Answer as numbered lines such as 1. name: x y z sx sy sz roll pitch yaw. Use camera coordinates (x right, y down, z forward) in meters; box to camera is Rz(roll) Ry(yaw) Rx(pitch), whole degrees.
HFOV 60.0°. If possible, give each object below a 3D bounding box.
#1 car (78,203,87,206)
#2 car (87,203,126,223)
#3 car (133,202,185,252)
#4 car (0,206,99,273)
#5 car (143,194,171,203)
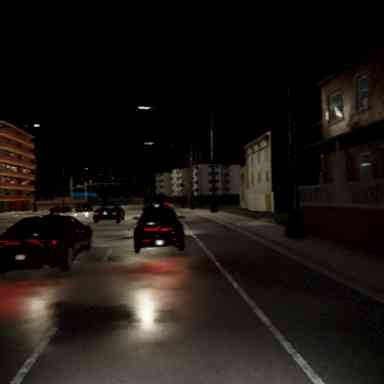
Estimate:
1. car: -16.040 2.375 49.443 1.837 1.490 4.892 -1 -2 -6
2. car: -6.188 1.553 25.226 2.033 1.411 5.357 -1 -1 -6
3. car: -1.348 1.415 13.595 1.837 1.490 4.892 -1 1 -6
4. car: -4.581 1.463 10.871 1.882 1.535 5.008 -1 1 -6
5. car: -3.006 1.211 28.445 2.150 2.045 5.566 -1 -1 -6
